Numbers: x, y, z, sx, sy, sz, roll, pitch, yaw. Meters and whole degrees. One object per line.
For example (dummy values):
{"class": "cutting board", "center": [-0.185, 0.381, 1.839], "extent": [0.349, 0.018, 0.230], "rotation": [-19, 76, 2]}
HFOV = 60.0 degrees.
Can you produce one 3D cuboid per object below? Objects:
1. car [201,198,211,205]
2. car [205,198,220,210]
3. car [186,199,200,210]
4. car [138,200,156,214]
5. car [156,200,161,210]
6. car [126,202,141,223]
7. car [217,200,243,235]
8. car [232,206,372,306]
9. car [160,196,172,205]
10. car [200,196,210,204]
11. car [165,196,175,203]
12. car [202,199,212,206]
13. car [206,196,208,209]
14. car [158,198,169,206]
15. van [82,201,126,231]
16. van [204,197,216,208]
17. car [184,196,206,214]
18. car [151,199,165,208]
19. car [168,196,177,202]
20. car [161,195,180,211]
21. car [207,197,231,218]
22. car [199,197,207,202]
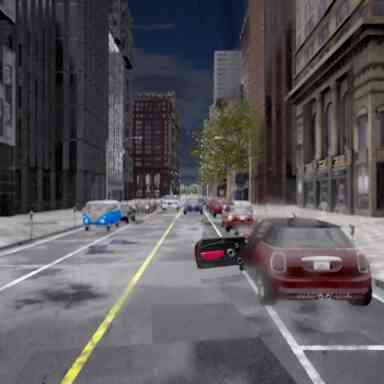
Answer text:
{"class": "car", "center": [3.011, 2.027, 71.757], "extent": [1.947, 1.339, 4.313], "rotation": [0, -1, 0]}
{"class": "car", "center": [2.964, 1.731, 49.202], "extent": [1.967, 1.590, 4.097], "rotation": [0, 0, 0]}
{"class": "car", "center": [0.119, 1.760, 47.993], "extent": [1.882, 1.535, 5.008], "rotation": [0, 0, 1]}
{"class": "car", "center": [-5.586, 1.653, 37.955], "extent": [1.967, 1.590, 4.097], "rotation": [0, 0, 0]}
{"class": "car", "center": [-5.574, 1.796, 43.593], "extent": [1.887, 1.381, 4.507], "rotation": [0, 0, 0]}
{"class": "car", "center": [-5.610, 1.704, 26.676], "extent": [1.947, 1.339, 4.313], "rotation": [0, 0, 0]}
{"class": "car", "center": [2.904, 1.545, 21.004], "extent": [1.967, 1.590, 4.097], "rotation": [0, 0, 0]}
{"class": "car", "center": [2.406, 1.390, 8.279], "extent": [2.097, 1.767, 4.553], "rotation": [0, 0, 0]}
{"class": "car", "center": [-5.514, 1.776, 71.787], "extent": [2.192, 1.841, 5.009], "rotation": [0, -1, 0]}
{"class": "car", "center": [3.024, 1.826, 77.399], "extent": [2.192, 1.841, 5.009], "rotation": [0, -1, 0]}
{"class": "car", "center": [-5.490, 1.877, 83.065], "extent": [2.192, 1.841, 5.009], "rotation": [0, -1, 0]}
{"class": "car", "center": [2.999, 1.995, 66.119], "extent": [1.802, 1.307, 4.206], "rotation": [0, -1, 0]}
{"class": "car", "center": [2.940, 1.528, 37.923], "extent": [2.192, 1.841, 5.009], "rotation": [0, 0, 0]}
{"class": "car", "center": [-5.526, 1.936, 65.978], "extent": [1.752, 1.417, 4.829], "rotation": [0, 0, 0]}
{"class": "van", "center": [-5.621, 1.445, 21.039], "extent": [1.690, 1.788, 3.998], "rotation": [0, 0, 0]}
{"class": "van", "center": [2.976, 1.671, 54.842], "extent": [1.690, 1.788, 3.998], "rotation": [0, 0, 0]}
{"class": "car", "center": [0.160, 1.565, 37.839], "extent": [2.097, 1.767, 4.553], "rotation": [0, 0, 0]}
{"class": "car", "center": [-5.549, 1.911, 54.871], "extent": [1.802, 1.307, 4.206], "rotation": [0, 0, 0]}
{"class": "car", "center": [-5.465, 1.978, 94.342], "extent": [2.192, 1.841, 5.009], "rotation": [0, -1, 0]}
{"class": "car", "center": [-2.905, 1.486, 46.397], "extent": [2.150, 2.045, 5.566], "rotation": [0, -1, 0]}
{"class": "car", "center": [2.927, 1.490, 32.285], "extent": [2.192, 1.841, 5.009], "rotation": [0, 0, 0]}
{"class": "car", "center": [3.060, 2.229, 94.315], "extent": [1.947, 1.339, 4.313], "rotation": [0, -1, 0]}
